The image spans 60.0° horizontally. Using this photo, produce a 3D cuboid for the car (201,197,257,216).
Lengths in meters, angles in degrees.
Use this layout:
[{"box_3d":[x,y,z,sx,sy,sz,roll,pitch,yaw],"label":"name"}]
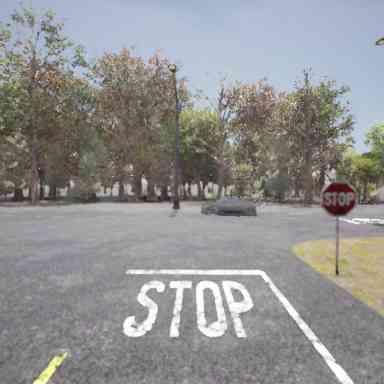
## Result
[{"box_3d":[2.785,1.113,25.271,4.181,1.385,1.994,0,1,0],"label":"car"}]
